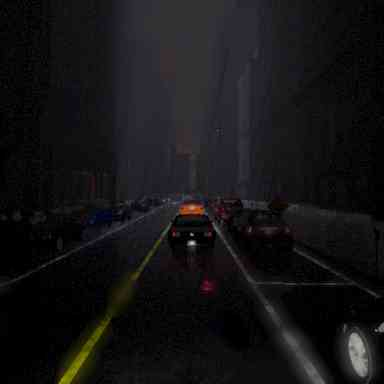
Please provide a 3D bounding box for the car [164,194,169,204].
[{"bbox_3d":[-5.765,1.551,58.948,2.008,1.369,4.403,0,0,0],"label":"car"}]

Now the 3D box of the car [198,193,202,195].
[{"bbox_3d":[2.760,1.589,75.865,1.802,1.307,4.206,0,0,0],"label":"car"}]

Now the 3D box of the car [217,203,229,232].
[{"bbox_3d":[2.760,1.564,19.502,1.947,1.339,4.313,0,0,0],"label":"car"}]

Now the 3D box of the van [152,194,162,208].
[{"bbox_3d":[-5.766,1.339,47.676,1.690,1.788,3.998,0,0,0],"label":"van"}]

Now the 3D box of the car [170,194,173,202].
[{"bbox_3d":[-5.766,1.445,70.222,1.967,1.590,4.097,0,0,0],"label":"car"}]

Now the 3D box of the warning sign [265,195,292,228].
[{"bbox_3d":[5.071,1.113,19.659,1.300,1.860,1.060,0,0,0],"label":"warning sign"}]

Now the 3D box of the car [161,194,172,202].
[{"bbox_3d":[-5.766,1.322,75.859,2.192,1.841,5.009,0,0,0],"label":"car"}]

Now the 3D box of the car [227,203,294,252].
[{"bbox_3d":[2.760,1.438,13.865,1.967,1.590,4.097,0,0,0],"label":"car"}]

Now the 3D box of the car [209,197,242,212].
[{"bbox_3d":[2.759,1.313,25.138,2.192,1.841,5.009,0,0,0],"label":"car"}]

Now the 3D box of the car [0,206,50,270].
[{"bbox_3d":[-5.766,1.314,8.218,2.192,1.841,5.009,0,0,0],"label":"car"}]

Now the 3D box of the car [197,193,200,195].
[{"bbox_3d":[2.760,1.594,87.137,1.802,1.307,4.206,0,0,0],"label":"car"}]

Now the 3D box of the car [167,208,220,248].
[{"bbox_3d":[0.000,1.616,14.681,1.895,1.301,4.718,0,0,0],"label":"car"}]

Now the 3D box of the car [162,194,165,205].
[{"bbox_3d":[-5.765,1.524,53.143,1.752,1.417,4.829,0,0,0],"label":"car"}]

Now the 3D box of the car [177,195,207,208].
[{"bbox_3d":[0.000,1.365,29.621,2.097,1.767,4.553,0,0,0],"label":"car"}]

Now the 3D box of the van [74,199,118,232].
[{"bbox_3d":[-5.766,1.339,19.492,1.690,1.788,3.998,0,0,0],"label":"van"}]

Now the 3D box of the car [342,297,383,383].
[{"bbox_3d":[2.760,1.550,2.593,2.008,1.369,4.403,0,0,0],"label":"car"}]

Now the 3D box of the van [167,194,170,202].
[{"bbox_3d":[-5.766,1.343,64.585,1.690,1.788,3.998,0,0,0],"label":"van"}]

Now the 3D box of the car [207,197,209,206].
[{"bbox_3d":[2.760,1.564,36.411,1.947,1.339,4.313,0,0,0],"label":"car"}]

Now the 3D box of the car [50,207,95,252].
[{"bbox_3d":[-5.765,1.543,13.856,1.887,1.381,4.507,0,0,0],"label":"car"}]

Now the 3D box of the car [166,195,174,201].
[{"bbox_3d":[-5.765,1.578,87.132,1.947,1.339,4.313,0,0,0],"label":"car"}]

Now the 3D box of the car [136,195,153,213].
[{"bbox_3d":[-5.765,1.438,36.403,1.967,1.590,4.097,0,0,0],"label":"car"}]

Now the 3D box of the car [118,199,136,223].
[{"bbox_3d":[-5.765,1.438,25.129,1.967,1.590,4.097,0,0,0],"label":"car"}]

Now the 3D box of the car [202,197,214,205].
[{"bbox_3d":[2.760,1.566,58.955,1.947,1.339,4.313,0,0,0],"label":"car"}]

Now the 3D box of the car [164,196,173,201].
[{"bbox_3d":[-5.765,1.576,81.496,1.947,1.339,4.313,0,0,0],"label":"car"}]

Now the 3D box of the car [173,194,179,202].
[{"bbox_3d":[-3.000,1.556,75.898,1.895,1.301,4.718,0,0,0],"label":"car"}]

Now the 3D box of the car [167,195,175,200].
[{"bbox_3d":[-5.765,1.567,92.768,2.008,1.369,4.403,0,0,0],"label":"car"}]
